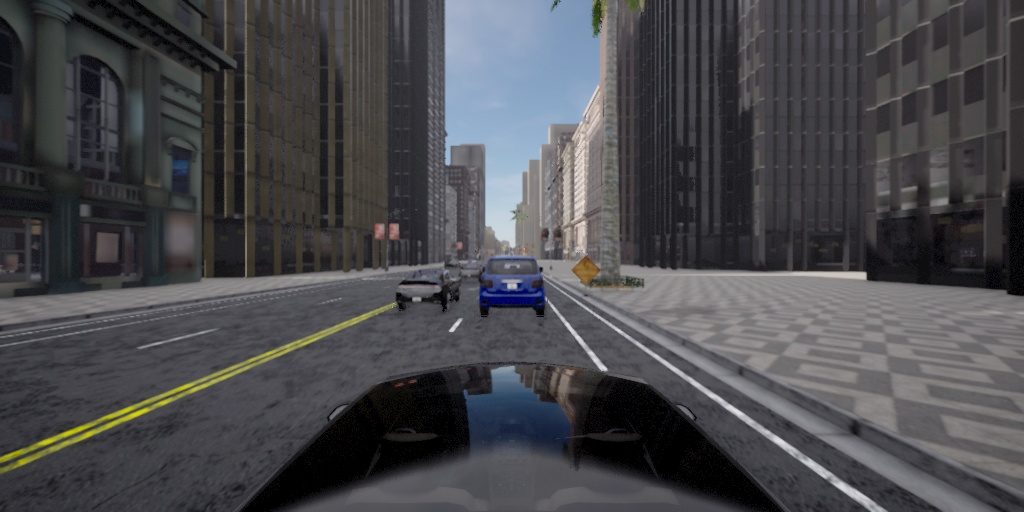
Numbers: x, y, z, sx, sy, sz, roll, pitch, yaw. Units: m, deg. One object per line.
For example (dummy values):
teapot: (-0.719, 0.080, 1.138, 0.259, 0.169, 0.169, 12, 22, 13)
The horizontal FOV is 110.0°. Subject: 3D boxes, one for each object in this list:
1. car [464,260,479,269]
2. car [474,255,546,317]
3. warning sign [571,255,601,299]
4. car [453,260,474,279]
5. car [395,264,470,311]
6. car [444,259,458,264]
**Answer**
car: (-6.586, 1.393, 58.986, 1.812, 1.442, 4.674, 0, 0, 0)
car: (0.023, 0.995, 13.475, 2.150, 2.045, 5.566, 0, 0, 0)
warning sign: (3.219, 0.891, 15.608, 1.300, 1.860, 1.060, 0, 0, 0)
car: (-3.221, 1.294, 29.589, 2.128, 1.511, 4.902, 0, 0, 1)
car: (-3.213, 1.266, 14.592, 2.128, 1.511, 4.902, 0, 0, 0)
car: (-9.833, 1.220, 59.070, 2.097, 1.767, 4.553, 0, 0, 0)
